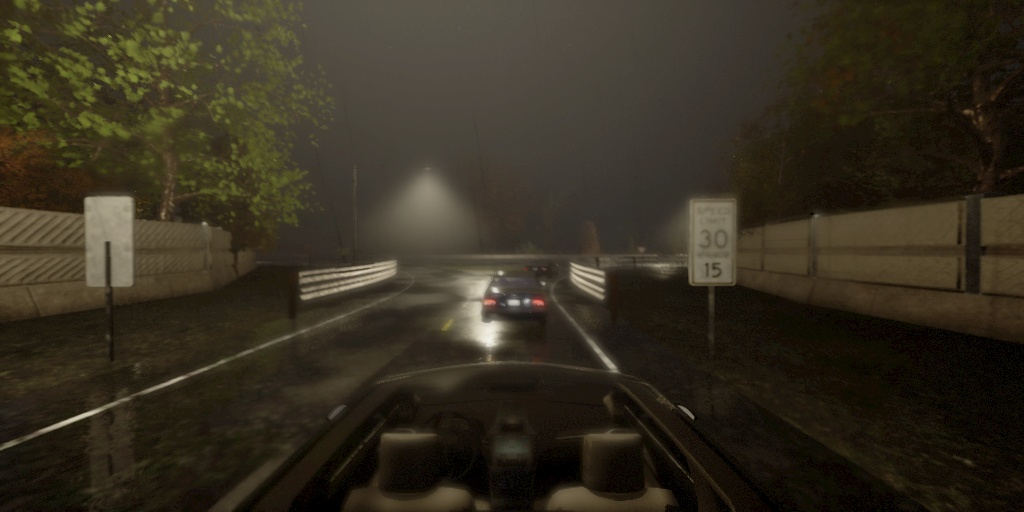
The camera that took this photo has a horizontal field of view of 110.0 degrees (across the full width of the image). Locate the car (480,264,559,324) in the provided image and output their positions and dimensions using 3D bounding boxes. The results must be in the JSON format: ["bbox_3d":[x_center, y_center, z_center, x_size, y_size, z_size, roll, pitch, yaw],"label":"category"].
[{"bbox_3d":[0.116,1.163,11.277,2.033,1.411,5.357,0,1,1],"label":"car"}]

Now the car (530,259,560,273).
[{"bbox_3d":[2.376,0.940,27.363,2.033,1.411,5.357,0,1,16],"label":"car"}]
